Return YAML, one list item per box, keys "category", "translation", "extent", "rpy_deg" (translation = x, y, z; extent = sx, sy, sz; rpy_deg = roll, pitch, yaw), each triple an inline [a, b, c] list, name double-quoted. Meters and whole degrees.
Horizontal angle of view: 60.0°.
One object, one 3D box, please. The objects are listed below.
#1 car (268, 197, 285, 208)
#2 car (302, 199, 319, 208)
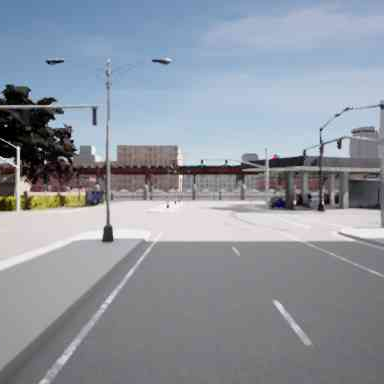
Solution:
- category: "car"
  translation: [13.196, 1.683, 52.244]
  extent: [2.242, 1.667, 4.611]
  rpy_deg: [0, 0, 0]
- category: "car"
  translation: [18.941, 1.849, 53.007]
  extent: [1.970, 1.475, 3.806]
  rpy_deg: [0, 0, 0]
